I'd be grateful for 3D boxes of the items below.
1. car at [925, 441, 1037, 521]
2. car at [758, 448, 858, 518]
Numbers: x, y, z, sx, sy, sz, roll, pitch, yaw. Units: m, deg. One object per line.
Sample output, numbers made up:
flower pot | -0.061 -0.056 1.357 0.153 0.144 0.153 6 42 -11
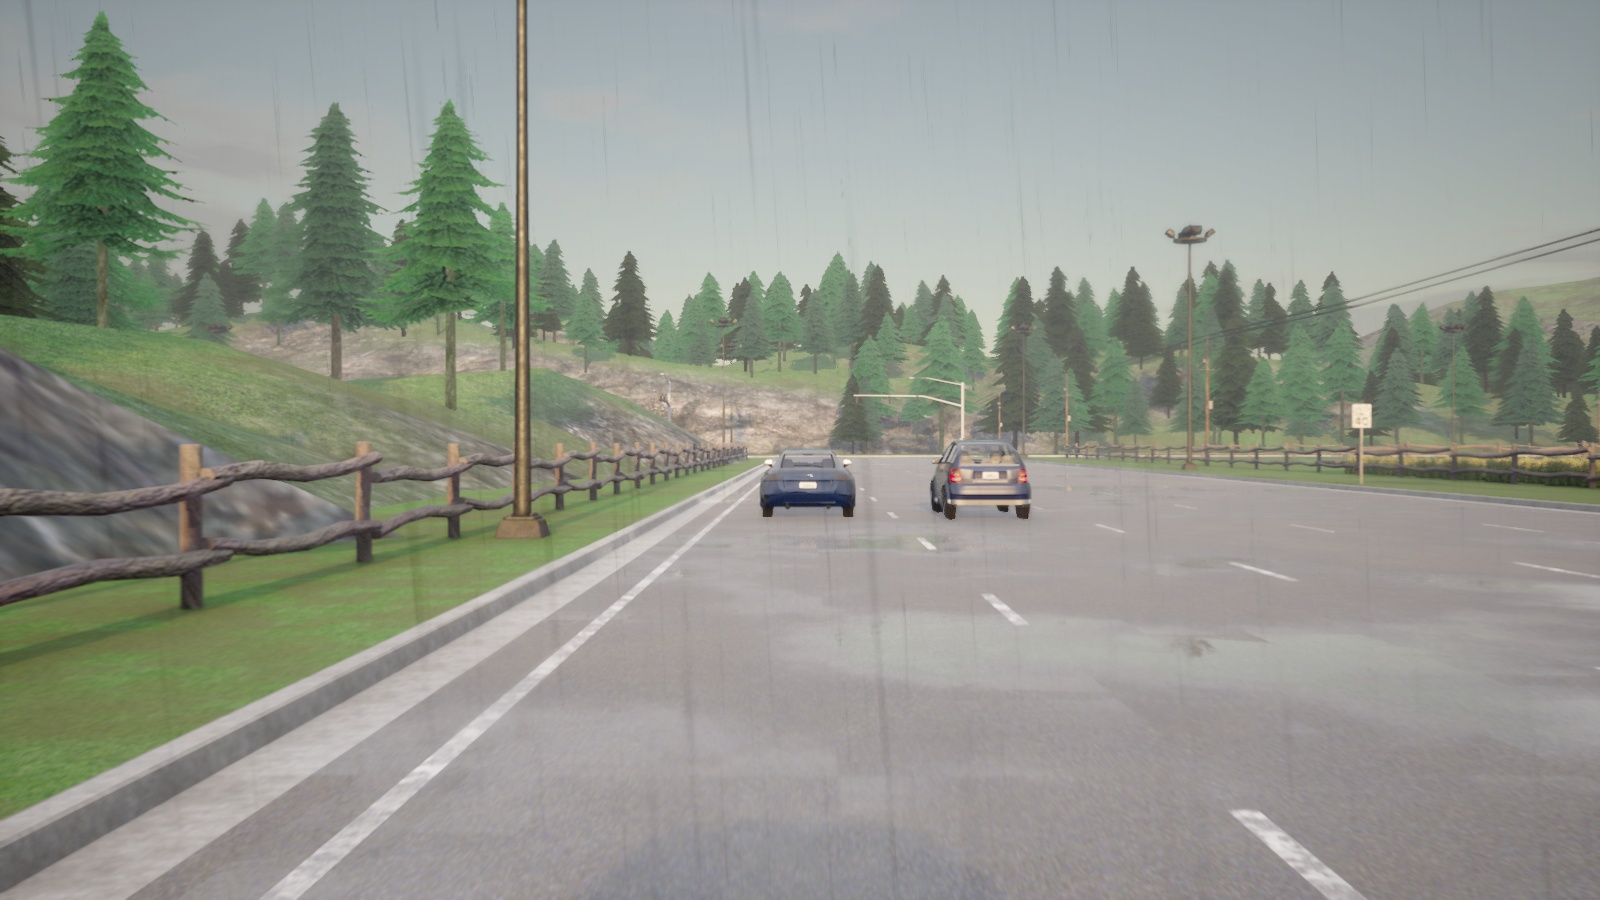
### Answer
car | 3.663 0.582 25.995 1.789 1.549 3.705 0 0 0
car | 0.170 0.658 27.202 1.994 1.385 4.181 0 0 0
